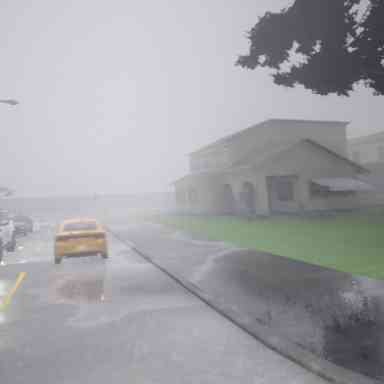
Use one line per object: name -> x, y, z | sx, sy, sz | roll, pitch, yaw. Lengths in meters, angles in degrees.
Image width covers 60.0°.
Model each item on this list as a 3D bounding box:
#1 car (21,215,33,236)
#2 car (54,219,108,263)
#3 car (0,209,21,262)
car -> -12.739, 2.416, 24.233 | 2.033, 1.411, 5.357 | -2, -1, -20
car -> -4.661, 1.861, 13.932 | 1.882, 1.535, 5.008 | -2, -1, -19
car -> -9.073, 1.808, 14.246 | 2.150, 2.045, 5.566 | -2, -1, -21
